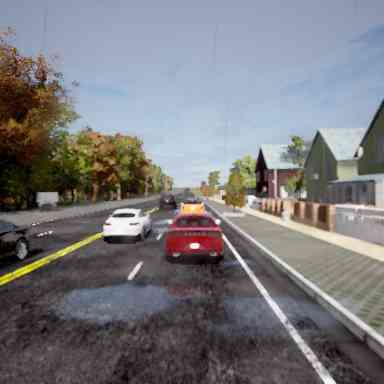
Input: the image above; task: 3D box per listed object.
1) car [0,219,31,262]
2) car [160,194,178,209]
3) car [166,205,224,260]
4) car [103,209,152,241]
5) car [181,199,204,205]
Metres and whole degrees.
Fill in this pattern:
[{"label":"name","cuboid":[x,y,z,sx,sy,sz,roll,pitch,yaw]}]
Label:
[{"label":"car","cuboid":[-6.609,1.520,9.665,1.882,1.535,5.008,0,0,0]},{"label":"car","cuboid":[-3.218,1.285,45.852,2.150,2.045,5.566,0,0,0]},{"label":"car","cuboid":[0.082,1.497,12.615,1.882,1.535,5.008,0,0,0]},{"label":"car","cuboid":[-3.174,1.565,16.847,1.812,1.442,4.674,0,0,0]},{"label":"car","cuboid":[0.054,1.395,30.162,2.097,1.767,4.553,0,0,0]}]
